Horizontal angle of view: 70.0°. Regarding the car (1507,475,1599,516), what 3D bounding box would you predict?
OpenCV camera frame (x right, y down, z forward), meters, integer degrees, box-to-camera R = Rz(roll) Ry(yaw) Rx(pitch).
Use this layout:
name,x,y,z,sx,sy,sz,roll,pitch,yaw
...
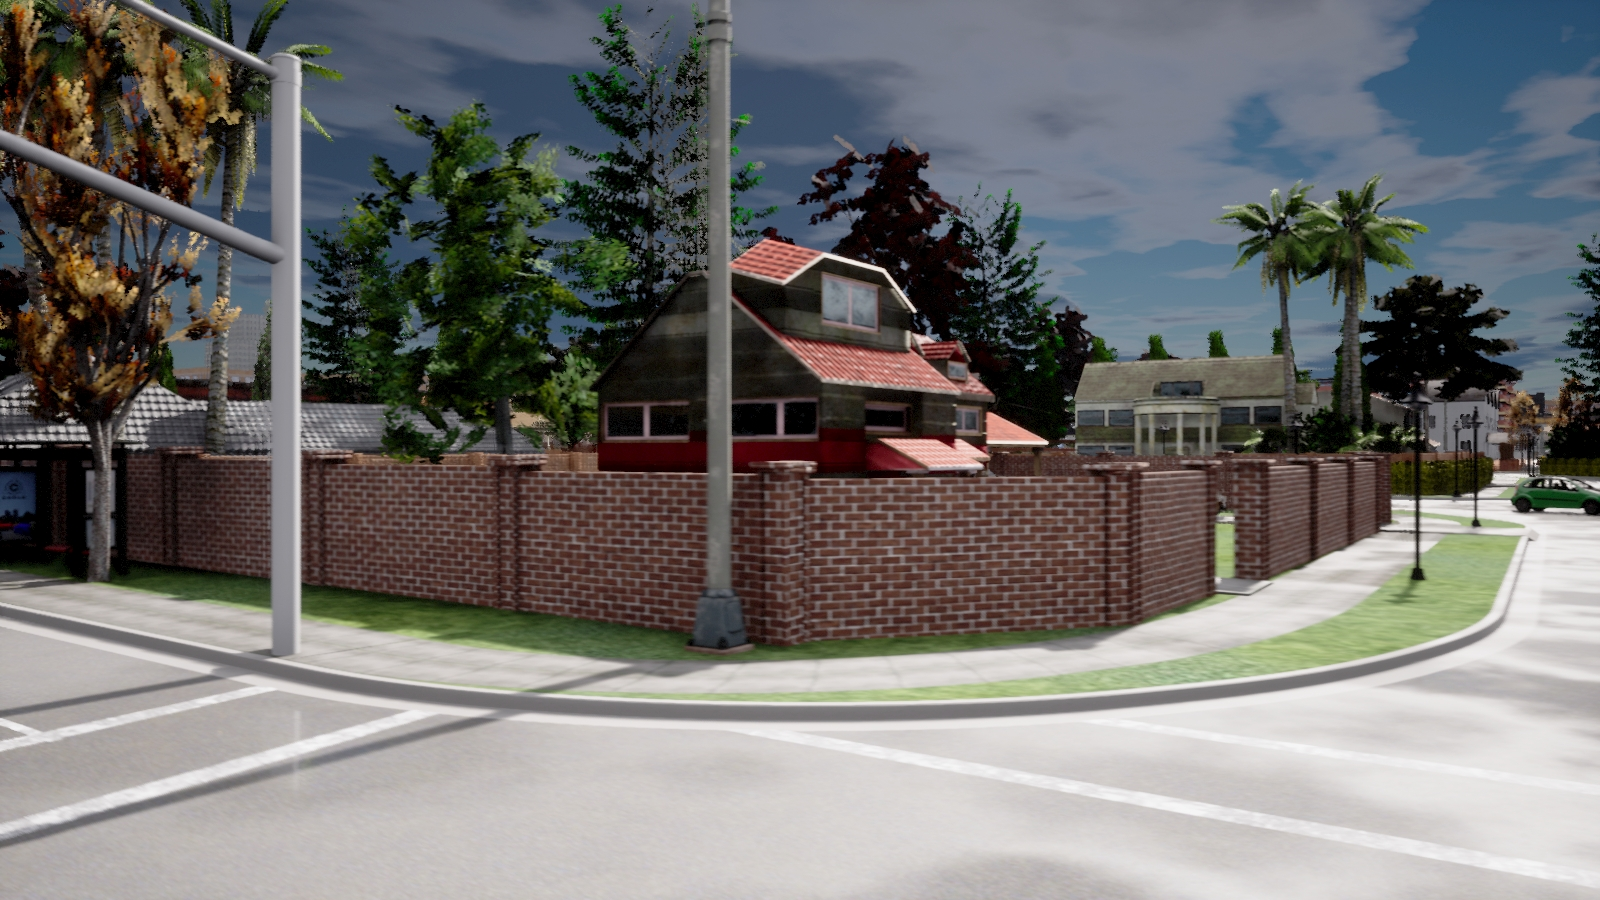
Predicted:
name,x,y,z,sx,sy,sz,roll,pitch,yaw
car,33.878,1.985,50.543,1.851,1.617,3.988,0,0,-35
